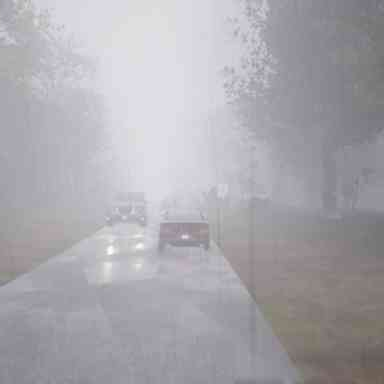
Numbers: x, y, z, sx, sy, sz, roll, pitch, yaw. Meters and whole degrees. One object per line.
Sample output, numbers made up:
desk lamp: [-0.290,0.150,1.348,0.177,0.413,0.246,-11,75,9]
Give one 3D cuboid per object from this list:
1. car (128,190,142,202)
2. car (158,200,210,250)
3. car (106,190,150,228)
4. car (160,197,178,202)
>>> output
car: [-10.826,0.698,62.624,2.150,2.045,5.566,2,-1,-13]
car: [-0.372,1.345,13.809,1.882,1.535,5.008,1,1,-3]
car: [-3.755,0.937,20.218,2.150,2.045,5.566,1,1,-5]
car: [-2.179,1.185,33.060,2.033,1.411,5.357,1,0,-7]
